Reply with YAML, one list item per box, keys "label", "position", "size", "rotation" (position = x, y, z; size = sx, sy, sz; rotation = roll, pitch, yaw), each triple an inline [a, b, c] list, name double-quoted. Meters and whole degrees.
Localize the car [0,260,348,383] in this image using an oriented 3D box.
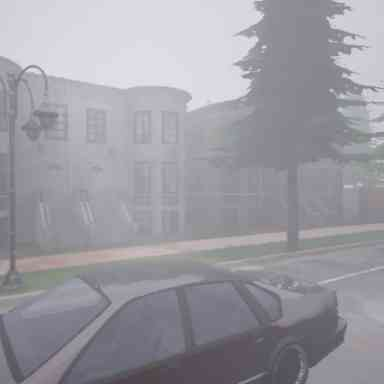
- label: "car"
  position: [-0.563, 1.534, 3.491]
  size: [5.357, 1.411, 2.033]
  rotation: [0, 0, -35]
